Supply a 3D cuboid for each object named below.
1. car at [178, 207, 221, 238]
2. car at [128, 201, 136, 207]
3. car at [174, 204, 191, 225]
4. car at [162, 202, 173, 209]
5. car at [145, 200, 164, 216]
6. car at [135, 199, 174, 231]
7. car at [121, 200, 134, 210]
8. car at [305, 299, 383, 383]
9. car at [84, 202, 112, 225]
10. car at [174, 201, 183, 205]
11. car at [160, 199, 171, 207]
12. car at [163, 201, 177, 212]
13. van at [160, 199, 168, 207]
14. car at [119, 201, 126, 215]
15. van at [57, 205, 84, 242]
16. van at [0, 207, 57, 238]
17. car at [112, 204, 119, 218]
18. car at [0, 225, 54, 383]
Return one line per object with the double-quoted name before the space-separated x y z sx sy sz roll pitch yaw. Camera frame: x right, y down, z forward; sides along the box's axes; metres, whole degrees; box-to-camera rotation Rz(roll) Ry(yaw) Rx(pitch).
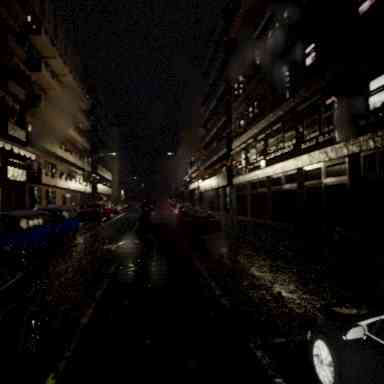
"car" 0.490 1.772 18.997 1.887 1.381 4.507 0 -1 -7
"car" -15.097 3.044 84.039 1.802 1.307 4.206 0 -1 -7
"car" -0.156 1.855 24.488 1.887 1.381 4.507 0 -1 -7
"car" -4.714 2.517 62.933 1.802 1.307 4.206 0 -1 -7
"car" -4.608 1.963 40.956 2.097 1.767 4.553 -1 -1 -7
"car" -2.615 1.568 23.854 2.150 2.045 5.566 -1 -1 -5
"car" -12.511 2.378 62.073 2.192 1.841 5.009 0 -1 -7
"car" 2.429 1.539 2.520 2.008 1.369 4.403 0 -1 -7
"car" -8.633 1.838 29.123 2.192 1.841 5.009 1 -1 -7
"car" -0.795 1.835 29.984 1.967 1.590 4.097 0 -1 -7
"car" -6.006 2.446 73.923 2.192 1.841 5.009 0 -1 -7
"car" -3.422 2.188 51.950 1.967 1.590 4.097 0 -1 -7
"van" -6.653 2.573 79.415 1.690 1.788 3.998 0 -1 -7
"car" -10.574 2.350 45.595 1.947 1.339 4.313 0 -1 -7
"van" -7.341 1.696 18.139 1.690 1.788 3.998 1 -1 -7
"van" -6.694 1.614 12.645 1.690 1.788 3.998 1 -1 -7
"car" -9.279 1.924 34.614 2.192 1.841 5.009 1 -1 -7
"car" -2.994 1.440 2.853 2.097 1.767 4.553 -1 -1 -7
